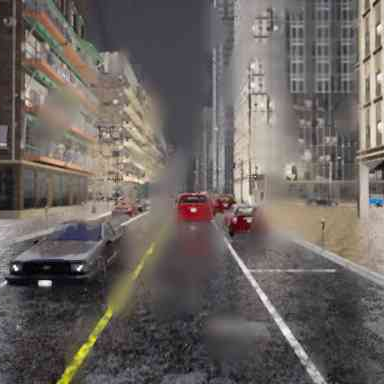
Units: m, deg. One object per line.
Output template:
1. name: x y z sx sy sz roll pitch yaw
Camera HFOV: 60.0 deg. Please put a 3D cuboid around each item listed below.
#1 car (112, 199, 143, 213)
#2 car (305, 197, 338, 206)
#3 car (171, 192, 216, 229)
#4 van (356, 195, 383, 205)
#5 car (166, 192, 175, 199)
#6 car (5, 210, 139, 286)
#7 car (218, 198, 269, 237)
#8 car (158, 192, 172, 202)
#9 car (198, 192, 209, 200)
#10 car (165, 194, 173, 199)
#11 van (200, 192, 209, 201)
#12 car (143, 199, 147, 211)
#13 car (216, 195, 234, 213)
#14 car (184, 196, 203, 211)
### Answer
1. car: -5.693 1.407 28.714 1.802 1.307 4.206 1 0 0
2. car: 17.897 1.325 45.979 4.403 1.369 2.008 0 -1 0
3. car: 0.087 1.090 20.870 2.150 2.045 5.566 0 0 0
4. van: 29.135 1.300 54.368 3.998 1.788 1.690 0 -1 0
5. car: -5.724 0.867 88.891 2.192 1.841 5.009 1 0 0
6. car: -3.023 1.486 9.541 2.033 1.411 5.357 0 0 0
7. car: 2.663 1.332 17.207 1.967 1.590 4.097 1 0 0
8. car: -5.713 1.076 66.802 1.967 1.590 4.097 1 0 0
9. car: 2.662 0.906 77.849 2.192 1.841 5.009 1 0 0
10. car: -5.725 1.152 83.369 1.802 1.307 4.206 1 0 0
11. van: 2.665 0.954 72.328 1.690 1.788 3.998 1 0 0
12. car: -5.696 1.360 34.411 1.947 1.339 4.313 1 0 0
13. car: 2.659 1.141 28.604 2.192 1.841 5.009 1 0 0
14. car: 0.217 1.283 37.444 1.837 1.490 4.892 0 0 3
